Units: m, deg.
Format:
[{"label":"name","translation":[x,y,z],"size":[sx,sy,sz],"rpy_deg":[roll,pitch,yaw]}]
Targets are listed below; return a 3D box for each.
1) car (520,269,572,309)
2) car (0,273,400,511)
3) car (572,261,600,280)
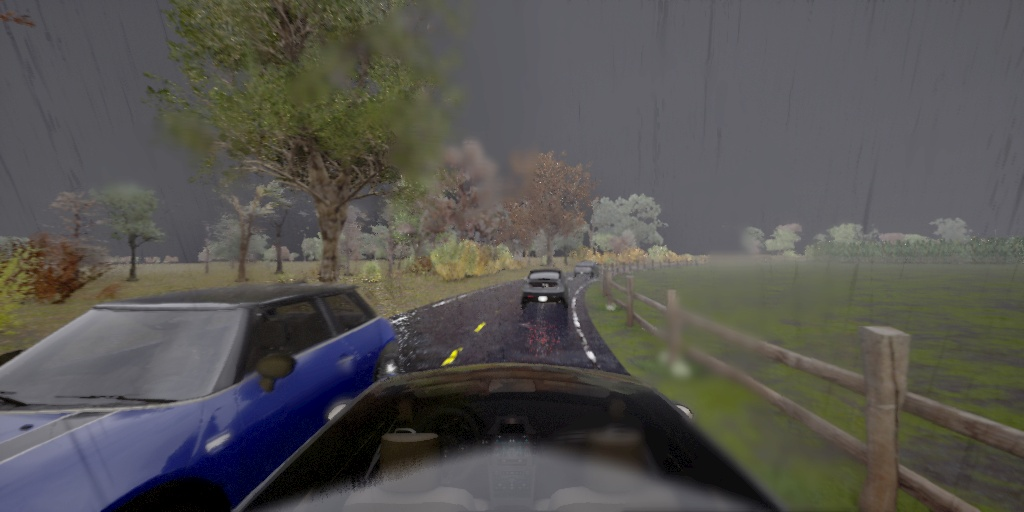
[{"label":"car","translation":[1.505,1.294,15.277],"size":[1.837,1.490,4.892],"rpy_deg":[0,0,9]},{"label":"car","translation":[-2.648,1.089,3.040],"size":[2.097,1.767,4.553],"rpy_deg":[0,0,2]},{"label":"car","translation":[7.172,1.292,34.185],"size":[2.128,1.511,4.902],"rpy_deg":[0,0,23]}]
